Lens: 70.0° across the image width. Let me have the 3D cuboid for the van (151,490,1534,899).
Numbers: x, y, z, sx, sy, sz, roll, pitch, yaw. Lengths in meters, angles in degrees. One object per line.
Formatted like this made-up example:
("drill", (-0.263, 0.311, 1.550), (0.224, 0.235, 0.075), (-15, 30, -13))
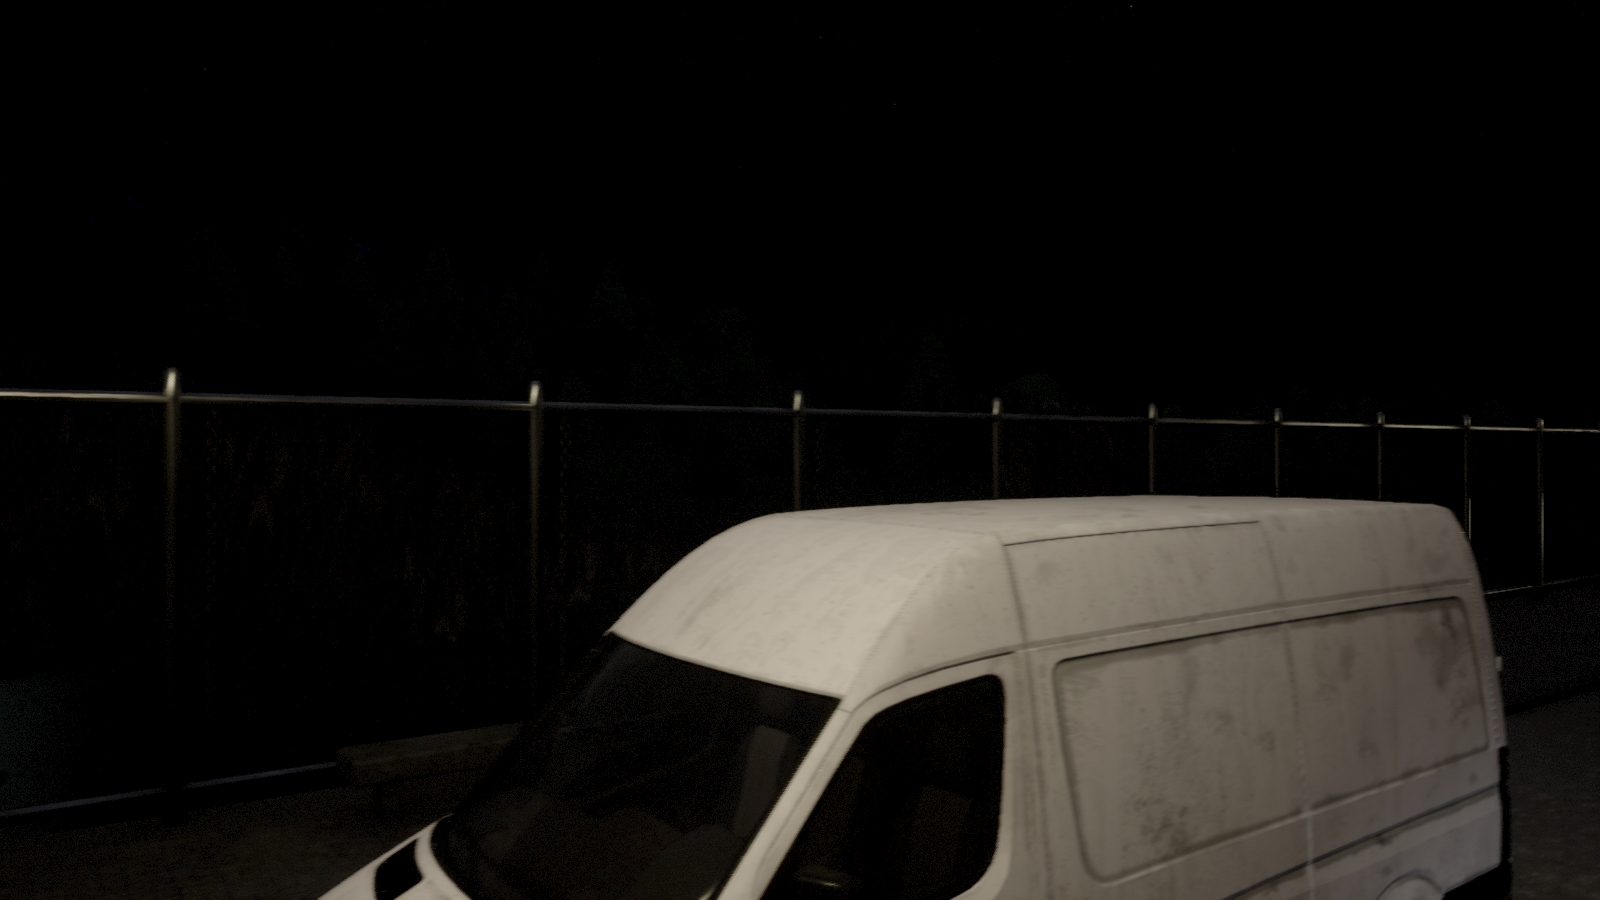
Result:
("van", (0.716, 1.535, 4.890), (5.915, 2.561, 1.988), (0, 0, -35))
